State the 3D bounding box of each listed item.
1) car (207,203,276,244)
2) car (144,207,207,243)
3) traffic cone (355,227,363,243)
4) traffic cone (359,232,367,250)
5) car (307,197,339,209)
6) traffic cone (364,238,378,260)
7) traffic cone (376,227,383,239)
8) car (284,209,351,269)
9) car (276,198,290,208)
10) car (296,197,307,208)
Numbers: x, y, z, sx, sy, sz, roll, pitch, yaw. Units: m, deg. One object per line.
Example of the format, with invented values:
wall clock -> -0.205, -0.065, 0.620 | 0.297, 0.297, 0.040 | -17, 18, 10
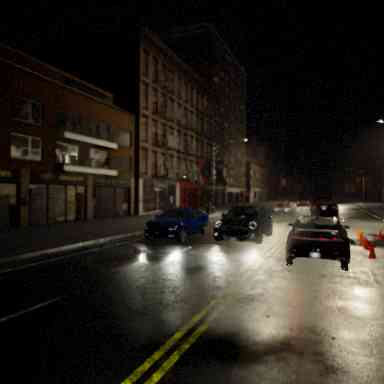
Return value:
car -> 2.614, 1.437, 16.359 | 2.097, 1.767, 4.553 | 0, 0, 22
car -> -0.620, 1.549, 17.042 | 1.882, 1.535, 5.008 | 0, 0, 22
traffic cone -> 7.846, 2.063, 15.364 | 0.340, 0.580, 0.340 | 0, 0, 22
traffic cone -> 7.086, 2.051, 13.514 | 0.340, 0.580, 0.340 | 0, 0, 22
car -> 11.512, 1.408, 28.926 | 2.150, 2.045, 5.566 | 0, 0, 22
traffic cone -> 6.325, 2.039, 11.664 | 0.340, 0.580, 0.340 | 0, 0, 22
traffic cone -> 9.532, 2.078, 16.833 | 0.340, 0.580, 0.340 | 0, 0, 22
car -> 4.383, 1.565, 11.587 | 2.128, 1.511, 4.902 | 0, 0, 22
car -> 14.974, 1.801, 54.866 | 1.882, 1.535, 5.008 | 0, 0, 23
car -> 18.191, 1.688, 54.135 | 2.097, 1.767, 4.553 | 0, 0, 23
